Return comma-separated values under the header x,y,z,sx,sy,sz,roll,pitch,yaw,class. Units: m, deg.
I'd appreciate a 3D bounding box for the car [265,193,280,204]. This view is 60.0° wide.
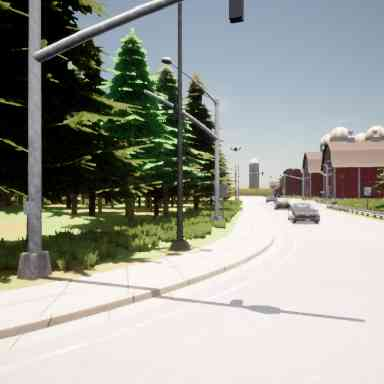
x,y,z,sx,sy,sz,roll,pitch,yaw,class
13.879,1.358,58.272,1.994,1.385,4.181,0,0,8,car

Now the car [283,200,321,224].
x,y,z,sx,sy,sz,roll,pitch,yaw,class
8.388,1.547,25.329,2.033,1.411,5.357,0,0,10,car

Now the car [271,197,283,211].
x,y,z,sx,sy,sz,roll,pitch,yaw,class
11.210,1.601,41.263,1.895,1.301,4.718,0,0,9,car
